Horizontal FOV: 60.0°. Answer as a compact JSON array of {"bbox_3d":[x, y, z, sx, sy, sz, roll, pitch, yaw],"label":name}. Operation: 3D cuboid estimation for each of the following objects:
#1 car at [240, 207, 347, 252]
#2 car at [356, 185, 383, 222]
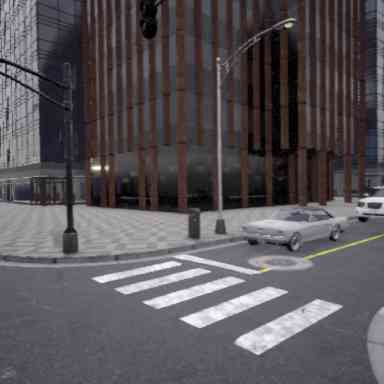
[{"bbox_3d":[3.916,1.272,12.509,4.718,1.301,1.895,-2,2,-42],"label":"car"},{"bbox_3d":[11.610,0.636,19.307,5.566,2.045,2.150,-2,2,-41],"label":"car"}]
